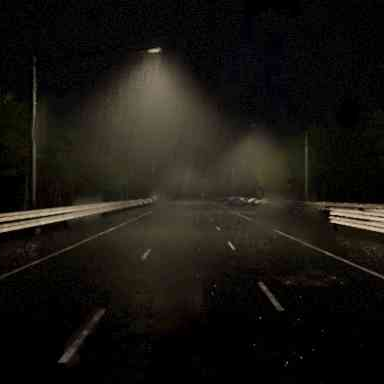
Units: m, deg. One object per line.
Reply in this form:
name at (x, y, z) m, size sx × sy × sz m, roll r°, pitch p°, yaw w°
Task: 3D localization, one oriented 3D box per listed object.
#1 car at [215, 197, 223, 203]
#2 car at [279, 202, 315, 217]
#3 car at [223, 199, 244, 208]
car at (7.041, 2.045, 85.716) m, size 1.994 × 1.385 × 4.181 m, roll 0°, pitch 0°, yaw 0°
car at (10.929, 1.767, 34.815) m, size 1.994 × 1.385 × 4.181 m, roll 0°, pitch 0°, yaw -18°
car at (7.239, 1.835, 55.407) m, size 2.033 × 1.411 × 5.357 m, roll 0°, pitch 0°, yaw -7°
